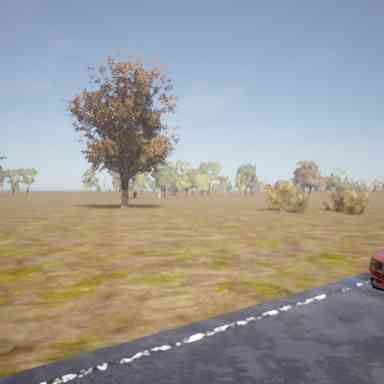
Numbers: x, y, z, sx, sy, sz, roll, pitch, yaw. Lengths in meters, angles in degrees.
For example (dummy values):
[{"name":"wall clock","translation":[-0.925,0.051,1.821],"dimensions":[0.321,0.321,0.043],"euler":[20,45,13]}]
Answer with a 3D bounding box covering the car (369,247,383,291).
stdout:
[{"name":"car","translation":[6.175,1.515,8.066],"dimensions":[5.008,1.535,1.882],"euler":[0,0,-38]}]
